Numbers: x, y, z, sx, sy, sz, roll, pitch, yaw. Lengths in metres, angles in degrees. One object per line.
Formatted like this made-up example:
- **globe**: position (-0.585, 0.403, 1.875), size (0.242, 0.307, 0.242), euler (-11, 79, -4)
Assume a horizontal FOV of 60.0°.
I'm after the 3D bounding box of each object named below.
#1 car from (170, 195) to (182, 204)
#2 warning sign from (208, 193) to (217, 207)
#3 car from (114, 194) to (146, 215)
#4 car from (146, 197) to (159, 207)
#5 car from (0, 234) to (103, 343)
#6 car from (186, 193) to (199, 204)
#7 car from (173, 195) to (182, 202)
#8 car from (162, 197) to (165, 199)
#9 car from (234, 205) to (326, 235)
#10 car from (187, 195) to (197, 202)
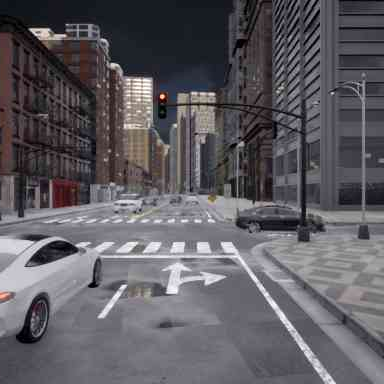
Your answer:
- **car**: position (-3.146, 1.516, 62.337), size (2.033, 1.411, 5.357), euler (0, 0, 0)
- **warning sign**: position (2.851, 1.099, 46.330), size (1.300, 1.860, 1.060), euler (0, 0, 0)
- **car**: position (-6.601, 1.215, 34.886), size (2.150, 2.045, 5.566), euler (0, 0, 0)
- **car**: position (-6.590, 1.468, 51.800), size (2.128, 1.511, 4.902), euler (0, 0, 0)
- **car**: position (-3.152, 1.526, 6.317), size (1.812, 1.442, 4.674), euler (0, 0, 2)
- **car**: position (0.051, 1.190, 62.339), size (2.150, 2.045, 5.566), euler (0, 0, 0)
- **car**: position (-3.236, 1.461, 73.716), size (1.837, 1.490, 4.892), euler (0, 0, 0)
- **car**: position (-6.496, 1.222, 67.840), size (2.033, 1.411, 5.357), euler (0, 0, 0)
- **car**: position (4.789, 1.509, 18.315), size (4.892, 1.490, 1.837), euler (0, 1, 7)
- **car**: position (0.005, 1.385, 72.843), size (2.033, 1.411, 5.357), euler (0, 0, 0)
